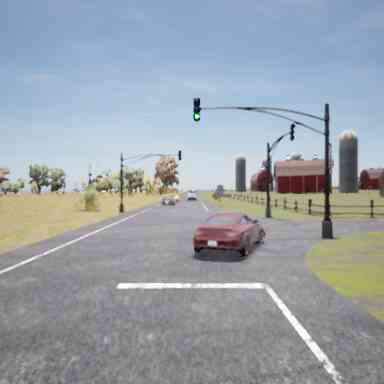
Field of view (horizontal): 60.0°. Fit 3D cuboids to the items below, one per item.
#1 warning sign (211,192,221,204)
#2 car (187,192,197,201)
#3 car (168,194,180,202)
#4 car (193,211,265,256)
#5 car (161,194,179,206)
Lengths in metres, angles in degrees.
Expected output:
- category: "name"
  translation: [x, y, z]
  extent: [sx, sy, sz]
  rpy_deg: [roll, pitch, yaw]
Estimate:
- category: "warning sign"
  translation: [3.545, 0.887, 49.084]
  extent: [1.300, 1.860, 1.060]
  rpy_deg: [0, 0, 0]
- category: "car"
  translation: [0.003, 1.242, 70.481]
  extent: [1.895, 1.301, 4.718]
  rpy_deg: [0, 0, 0]
- category: "car"
  translation: [-3.512, 1.160, 65.438]
  extent: [1.882, 1.535, 5.008]
  rpy_deg: [0, 0, 0]
- category: "car"
  translation: [1.503, 1.472, 12.858]
  extent: [1.812, 1.442, 4.674]
  rpy_deg: [0, 0, 22]
- category: "car"
  translation: [-3.578, 1.258, 49.870]
  extent: [2.128, 1.511, 4.902]
  rpy_deg: [0, 0, 0]
